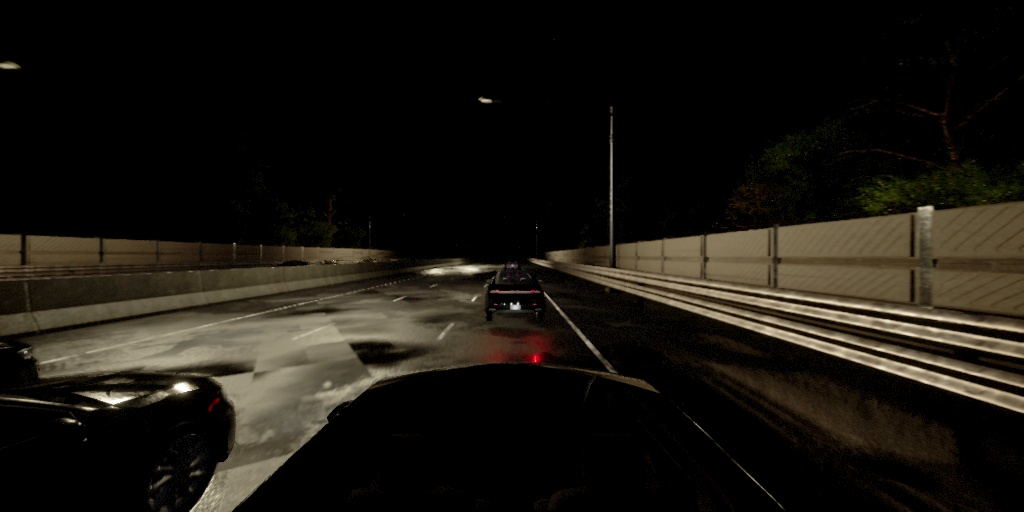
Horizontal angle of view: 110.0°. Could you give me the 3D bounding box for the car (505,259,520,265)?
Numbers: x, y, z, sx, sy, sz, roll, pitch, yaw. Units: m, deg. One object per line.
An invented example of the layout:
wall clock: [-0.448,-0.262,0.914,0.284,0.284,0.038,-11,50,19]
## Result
car: [0.079,1.173,44.404,2.033,1.649,4.856,0,0,0]

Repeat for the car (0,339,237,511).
car: [-3.400,1.255,1.235,1.837,1.490,4.892,0,0,0]

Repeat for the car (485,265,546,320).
car: [0.096,1.240,12.589,2.128,1.511,4.902,0,0,0]

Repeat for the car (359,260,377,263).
car: [-17.602,1.235,43.659,2.128,1.511,4.902,0,0,0]

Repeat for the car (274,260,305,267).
car: [-24.602,1.249,40.156,1.837,1.490,4.892,0,0,0]

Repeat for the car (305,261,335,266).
car: [-21.104,1.307,40.853,1.994,1.385,4.181,0,0,0]

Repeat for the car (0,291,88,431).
car: [-6.902,1.241,2.479,2.128,1.511,4.902,0,0,0]
